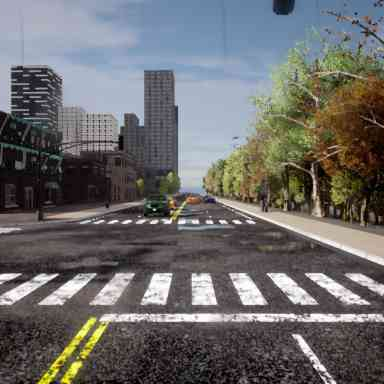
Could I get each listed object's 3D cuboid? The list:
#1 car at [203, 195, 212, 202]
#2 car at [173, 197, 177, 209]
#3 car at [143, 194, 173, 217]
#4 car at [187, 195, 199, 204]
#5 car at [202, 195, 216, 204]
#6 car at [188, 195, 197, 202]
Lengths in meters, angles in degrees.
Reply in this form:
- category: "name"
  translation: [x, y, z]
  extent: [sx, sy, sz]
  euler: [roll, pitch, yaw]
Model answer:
- category: "car"
  translation: [3.364, 1.471, 73.109]
  extent: [1.837, 1.490, 4.892]
  euler: [0, 0, 0]
- category: "car"
  translation: [-3.272, 1.463, 42.267]
  extent: [1.882, 1.535, 5.008]
  euler: [0, 0, 0]
- category: "car"
  translation: [-3.293, 1.212, 32.085]
  extent: [2.150, 2.045, 5.566]
  euler: [0, 0, 0]
- category: "car"
  translation: [0.195, 1.328, 63.022]
  extent: [2.097, 1.767, 4.553]
  euler: [0, 0, 0]
- category: "car"
  translation: [3.450, 1.540, 63.153]
  extent: [1.994, 1.385, 4.181]
  euler: [0, 0, 0]
- category: "car"
  translation: [0.126, 1.448, 72.843]
  extent: [1.882, 1.535, 5.008]
  euler: [0, 0, 0]
